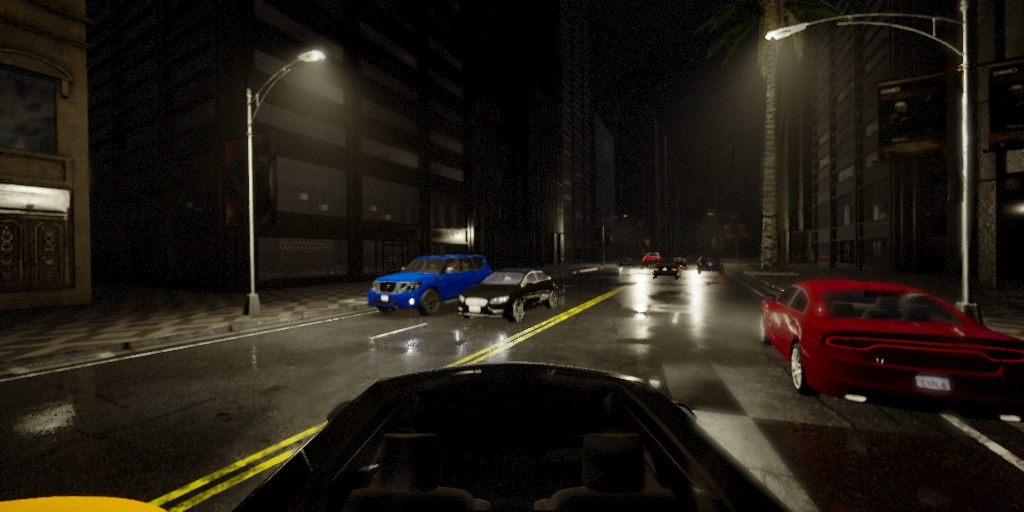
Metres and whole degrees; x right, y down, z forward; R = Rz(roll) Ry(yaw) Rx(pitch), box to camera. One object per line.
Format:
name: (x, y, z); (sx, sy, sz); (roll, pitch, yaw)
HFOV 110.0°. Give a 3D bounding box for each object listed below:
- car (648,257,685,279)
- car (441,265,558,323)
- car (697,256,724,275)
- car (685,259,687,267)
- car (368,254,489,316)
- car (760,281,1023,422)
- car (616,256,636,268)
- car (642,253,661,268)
car: (12.604, 1.057, 29.077); (2.033, 1.411, 5.357); (-1, 0, 27)
car: (0.066, 1.203, 12.255); (2.128, 1.511, 4.902); (-1, 0, 27)
car: (18.758, 0.775, 33.979); (2.097, 1.767, 4.553); (-1, 0, 27)
car: (23.535, 0.919, 50.312); (1.895, 1.301, 4.718); (-1, 0, 27)
car: (-2.784, 0.960, 13.825); (2.150, 2.045, 5.566); (-1, 0, 27)
car: (5.511, 1.150, 5.927); (1.882, 1.535, 5.008); (-1, 0, 27)
car: (16.610, 0.918, 51.461); (1.812, 1.442, 4.674); (-1, 0, 27)
car: (19.763, 0.583, 50.493); (2.150, 2.045, 5.566); (-1, 0, 27)
